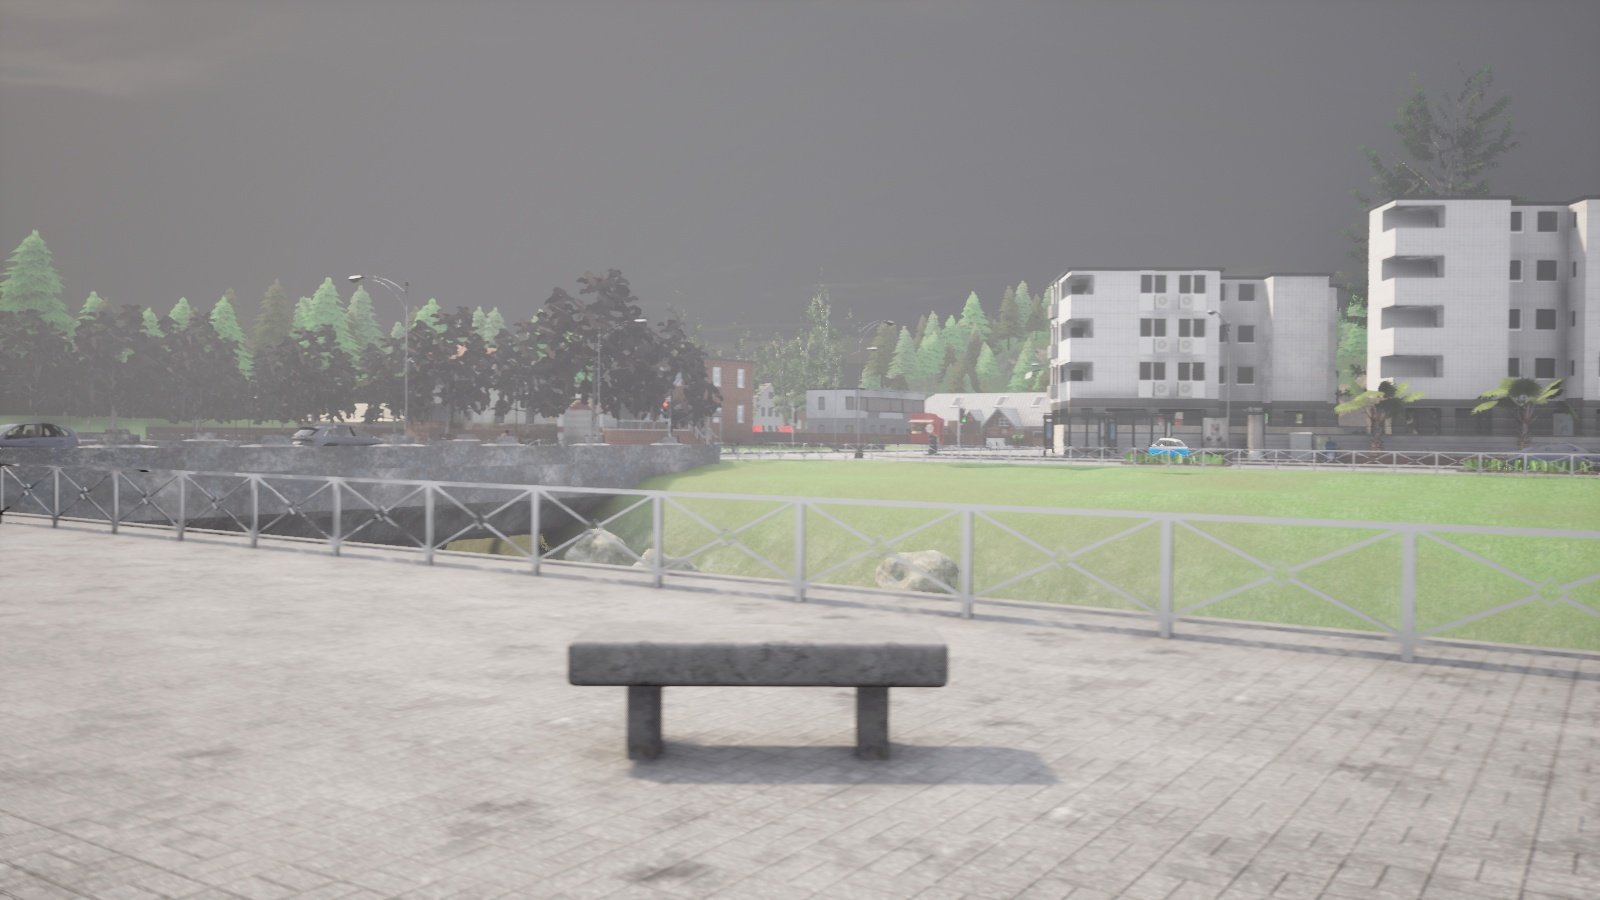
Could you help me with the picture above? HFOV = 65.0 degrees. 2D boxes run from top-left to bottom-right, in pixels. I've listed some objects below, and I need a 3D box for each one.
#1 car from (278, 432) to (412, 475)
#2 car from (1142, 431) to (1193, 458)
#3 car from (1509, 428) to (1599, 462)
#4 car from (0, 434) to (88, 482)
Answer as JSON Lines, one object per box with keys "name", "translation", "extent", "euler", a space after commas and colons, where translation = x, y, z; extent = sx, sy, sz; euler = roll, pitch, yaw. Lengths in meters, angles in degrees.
{"name": "car", "translation": [-18.513, 0.130, 51.299], "extent": [2.033, 1.649, 4.856], "euler": [0, 0, 34]}
{"name": "car", "translation": [19.203, -0.281, 65.549], "extent": [2.207, 1.376, 1.481], "euler": [0, 1, 34]}
{"name": "car", "translation": [31.979, -0.208, 52.259], "extent": [4.181, 1.385, 1.994], "euler": [0, 1, 34]}
{"name": "car", "translation": [-27.793, 0.277, 44.549], "extent": [1.851, 1.617, 3.988], "euler": [0, 1, 34]}
